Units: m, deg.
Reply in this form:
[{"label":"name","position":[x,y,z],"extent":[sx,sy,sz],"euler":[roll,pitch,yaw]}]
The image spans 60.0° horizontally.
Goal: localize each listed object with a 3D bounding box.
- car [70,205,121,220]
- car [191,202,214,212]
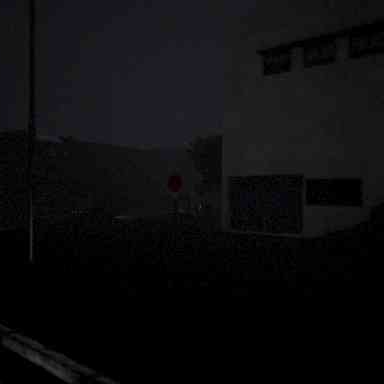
[{"label":"car","position":[-9.878,2.064,34.534],"extent":[2.033,1.411,5.357],"euler":[0,-1,35]},{"label":"car","position":[1.786,2.525,56.898],"extent":[2.097,1.767,4.553],"euler":[0,-1,36]}]
